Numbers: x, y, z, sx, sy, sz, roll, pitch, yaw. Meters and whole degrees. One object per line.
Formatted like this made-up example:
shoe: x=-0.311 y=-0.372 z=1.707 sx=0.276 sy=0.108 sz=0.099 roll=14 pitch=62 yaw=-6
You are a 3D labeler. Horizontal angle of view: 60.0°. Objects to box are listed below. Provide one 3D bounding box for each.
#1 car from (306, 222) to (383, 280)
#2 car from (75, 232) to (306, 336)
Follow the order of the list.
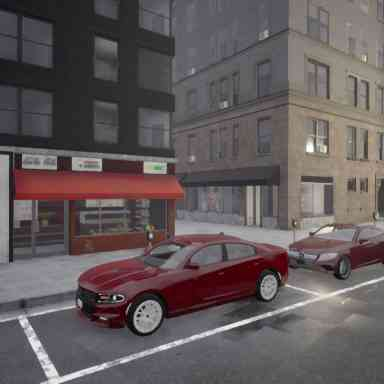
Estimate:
car: x=4.541 y=1.577 z=9.884 sx=4.206 sy=1.307 sz=1.802 roll=0 pitch=0 yaw=-35
car: x=0.022 y=1.545 z=6.662 sx=4.507 sy=1.381 sz=1.887 roll=0 pitch=0 yaw=-35
